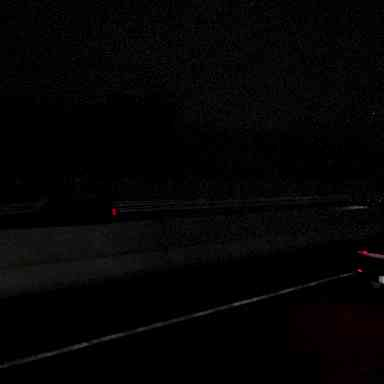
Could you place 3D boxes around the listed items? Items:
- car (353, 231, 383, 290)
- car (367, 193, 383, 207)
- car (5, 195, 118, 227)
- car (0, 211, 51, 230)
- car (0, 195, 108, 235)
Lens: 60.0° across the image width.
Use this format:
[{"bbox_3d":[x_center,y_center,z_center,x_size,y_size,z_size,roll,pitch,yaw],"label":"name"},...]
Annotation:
[{"bbox_3d":[5.705,1.465,7.742,4.902,1.511,2.128,0,0,-35],"label":"car"},{"bbox_3d":[23.811,0.895,41.399,4.553,1.767,2.097,-1,1,-33],"label":"car"},{"bbox_3d":[-6.496,1.210,16.528,5.566,2.045,2.150,0,0,-35],"label":"car"},{"bbox_3d":[-7.448,1.560,11.560,4.181,1.385,1.994,0,0,-35],"label":"car"},{"bbox_3d":[-8.066,1.208,19.704,5.566,2.045,2.150,0,0,-35],"label":"car"}]
